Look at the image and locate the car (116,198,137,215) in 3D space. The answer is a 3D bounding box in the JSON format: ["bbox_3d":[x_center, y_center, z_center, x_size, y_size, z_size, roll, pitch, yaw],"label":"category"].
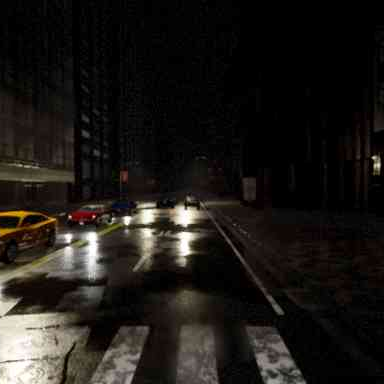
[{"bbox_3d":[-6.588,1.387,32.560,1.882,1.535,5.008,0,0,0],"label":"car"}]

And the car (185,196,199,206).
[{"bbox_3d":[0.007,1.347,51.708,1.994,1.385,4.181,0,0,0],"label":"car"}]

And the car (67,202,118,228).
[{"bbox_3d":[-6.595,1.556,22.097,1.895,1.301,4.718,0,0,0],"label":"car"}]

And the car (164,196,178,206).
[{"bbox_3d":[-3.243,1.368,51.710,1.994,1.385,4.181,0,0,0],"label":"car"}]

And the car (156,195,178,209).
[{"bbox_3d":[-3.248,1.200,41.567,2.097,1.767,4.553,0,0,0],"label":"car"}]

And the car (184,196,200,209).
[{"bbox_3d":[0.003,1.321,41.214,2.128,1.511,4.902,0,0,0],"label":"car"}]

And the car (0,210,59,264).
[{"bbox_3d":[-6.592,1.476,12.095,1.882,1.535,5.008,0,0,0],"label":"car"}]
